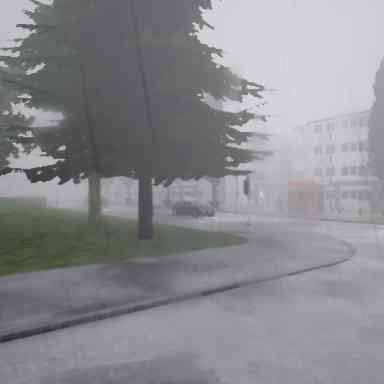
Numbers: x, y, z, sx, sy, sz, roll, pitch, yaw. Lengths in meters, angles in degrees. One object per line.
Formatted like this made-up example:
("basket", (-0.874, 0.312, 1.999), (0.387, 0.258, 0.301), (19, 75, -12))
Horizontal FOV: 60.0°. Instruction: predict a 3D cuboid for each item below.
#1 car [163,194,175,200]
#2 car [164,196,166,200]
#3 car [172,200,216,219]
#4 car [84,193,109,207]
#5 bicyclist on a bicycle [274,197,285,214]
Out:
("car", (-5.975, 1.309, 86.040), (1.845, 1.501, 3.633), (0, 0, -24))
("car", (-4.630, 1.554, 83.564), (4.974, 1.542, 2.038), (0, 0, -6))
("car", (0.088, 1.459, 29.269), (1.837, 1.490, 4.892), (0, 0, -36))
("car", (-14.368, 1.180, 49.703), (2.150, 2.045, 5.566), (0, 0, -35))
("bicyclist on a bicycle", (8.418, 1.281, 32.052), (1.656, 1.620, 0.582), (-1, 0, -36))
